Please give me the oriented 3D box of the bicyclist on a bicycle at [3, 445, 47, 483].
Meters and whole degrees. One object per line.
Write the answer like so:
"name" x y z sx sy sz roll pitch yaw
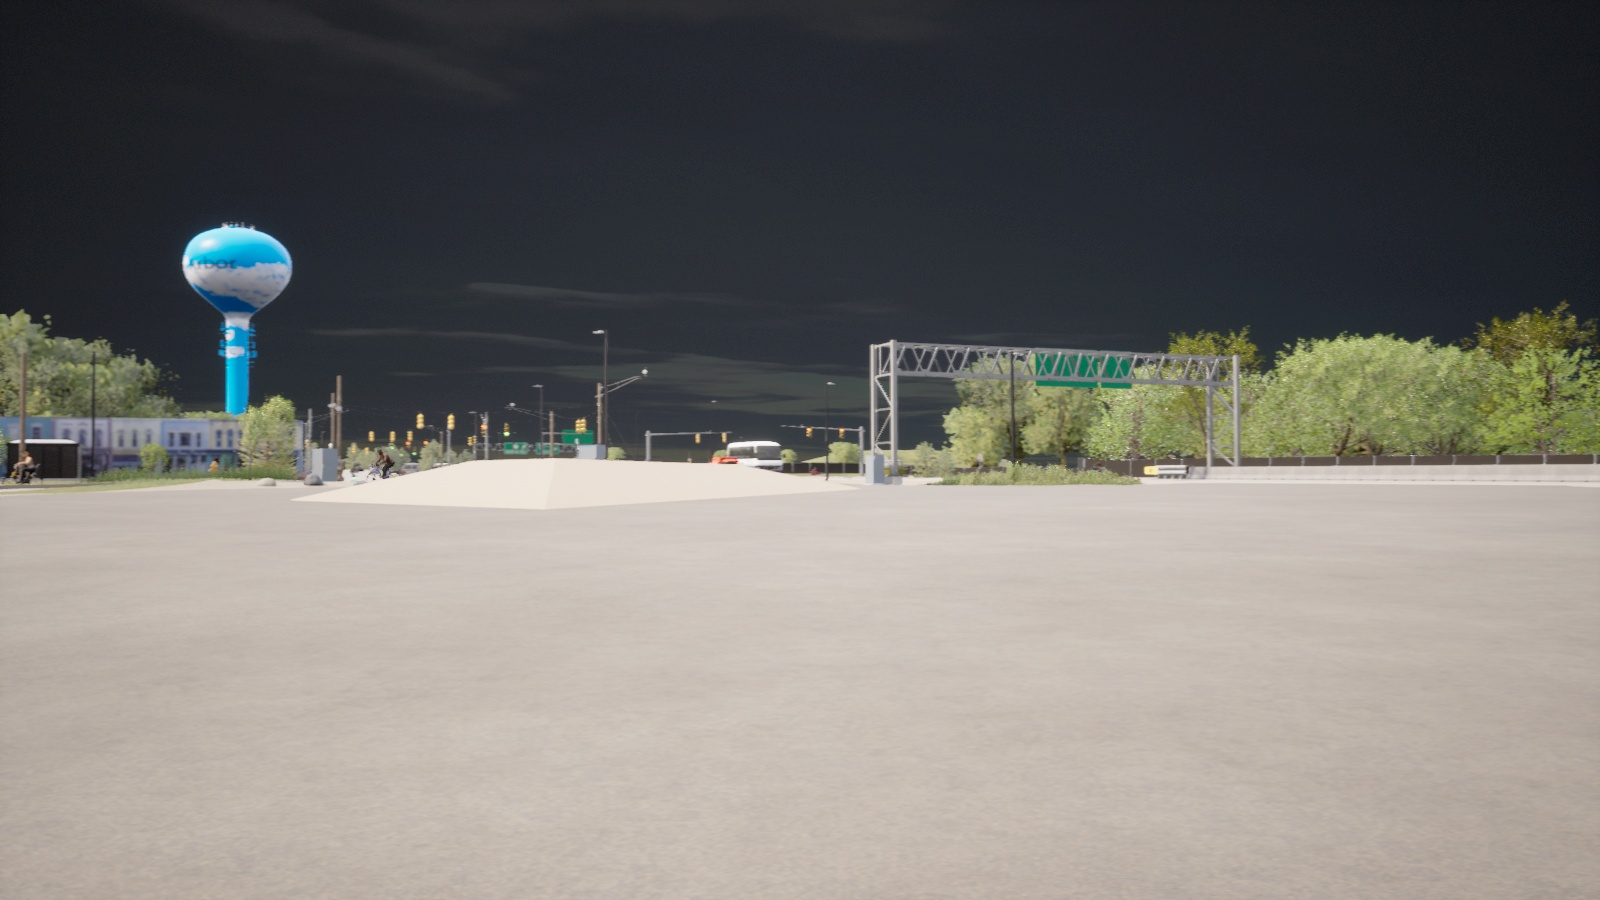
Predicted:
"bicyclist on a bicycle" -33.557 0.618 54.367 1.509 1.612 0.866 0 -2 -42
